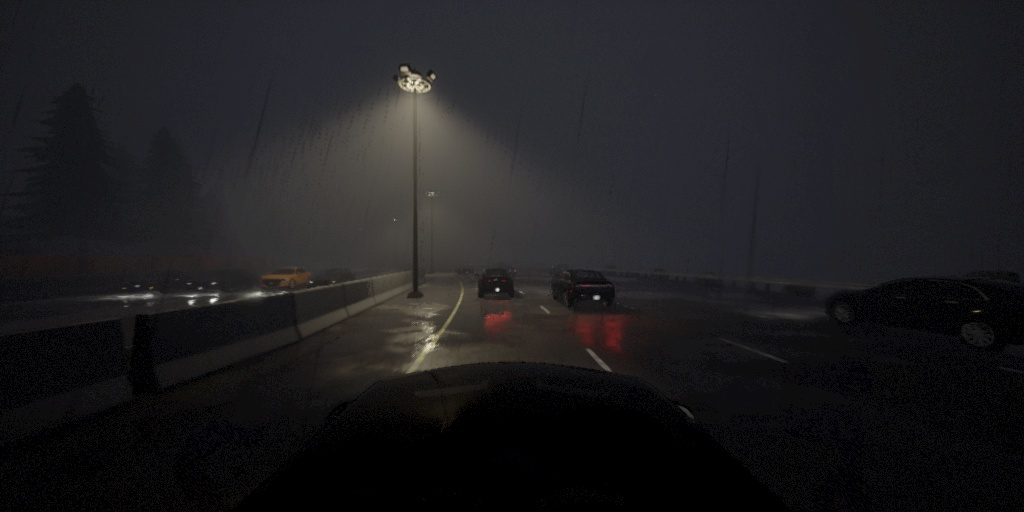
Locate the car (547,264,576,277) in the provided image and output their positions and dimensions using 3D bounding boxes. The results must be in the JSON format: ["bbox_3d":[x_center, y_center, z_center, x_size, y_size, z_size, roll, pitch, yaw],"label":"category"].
[{"bbox_3d":[5.785,1.644,42.312,1.994,1.385,4.181,0,-1,-14],"label":"car"}]

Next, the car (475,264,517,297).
[{"bbox_3d":[-1.003,1.428,20.309,1.837,1.490,4.892,0,0,-6],"label":"car"}]

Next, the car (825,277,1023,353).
[{"bbox_3d":[10.550,1.261,8.916,1.837,1.490,4.892,1,0,-3],"label":"car"}]

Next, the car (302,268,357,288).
[{"bbox_3d":[-12.498,1.580,25.415,2.033,1.411,5.357,0,-1,-9],"label":"car"}]

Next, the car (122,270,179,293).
[{"bbox_3d":[-22.871,1.639,23.565,1.994,1.385,4.181,0,-1,-9],"label":"car"}]

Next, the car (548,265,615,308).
[{"bbox_3d":[2.949,1.352,15.825,2.128,1.511,4.902,0,0,-5],"label":"car"}]

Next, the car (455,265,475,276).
[{"bbox_3d":[-6.308,1.794,47.274,1.895,1.301,4.718,0,-1,-16],"label":"car"}]

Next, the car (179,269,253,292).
[{"bbox_3d":[-19.435,1.611,24.519,2.033,1.411,5.357,0,-1,-9],"label":"car"}]

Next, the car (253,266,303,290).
[{"bbox_3d":[-16.151,1.535,25.901,1.882,1.535,5.008,0,-1,-10],"label":"car"}]

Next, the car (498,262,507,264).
[{"bbox_3d":[-0.862,1.648,40.367,2.033,1.411,5.357,0,-1,-14],"label":"car"}]

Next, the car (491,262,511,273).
[{"bbox_3d":[-1.789,1.750,55.962,1.837,1.490,4.892,0,-1,-19],"label":"car"}]
